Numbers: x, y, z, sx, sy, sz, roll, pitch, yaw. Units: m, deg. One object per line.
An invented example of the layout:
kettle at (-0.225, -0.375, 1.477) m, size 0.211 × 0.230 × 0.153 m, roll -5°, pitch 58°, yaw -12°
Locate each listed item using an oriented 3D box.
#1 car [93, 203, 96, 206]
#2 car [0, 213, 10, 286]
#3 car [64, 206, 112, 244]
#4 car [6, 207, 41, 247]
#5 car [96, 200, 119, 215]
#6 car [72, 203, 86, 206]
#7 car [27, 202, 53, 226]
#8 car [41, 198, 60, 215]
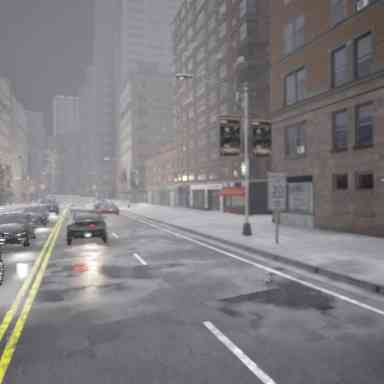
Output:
car at (-13.019, 1.922, 47.764) m, size 1.837 × 1.490 × 4.892 m, roll -1°, pitch 0°, yaw -20°
car at (-5.299, 1.519, 6.650) m, size 2.097 × 1.767 × 4.553 m, roll -1°, pitch 0°, yaw -20°
car at (-5.486, 1.704, 17.275) m, size 1.837 × 1.490 × 4.892 m, roll -1°, pitch 0°, yaw -19°
car at (-8.706, 1.753, 16.163) m, size 1.837 × 1.490 × 4.892 m, roll -1°, pitch 0°, yaw -20°
car at (-9.443, 1.889, 37.775) m, size 1.994 × 1.385 × 4.181 m, roll -1°, pitch 0°, yaw -20°
car at (-13.680, 2.002, 40.130) m, size 1.895 × 1.301 × 4.718 m, roll -1°, pitch 0°, yaw -19°
car at (-12.187, 1.837, 25.896) m, size 1.837 × 1.490 × 4.892 m, roll -1°, pitch 0°, yaw -19°
car at (-17.252, 1.777, 40.290) m, size 2.150 × 2.045 × 5.566 m, roll -1°, pitch 0°, yaw -20°
